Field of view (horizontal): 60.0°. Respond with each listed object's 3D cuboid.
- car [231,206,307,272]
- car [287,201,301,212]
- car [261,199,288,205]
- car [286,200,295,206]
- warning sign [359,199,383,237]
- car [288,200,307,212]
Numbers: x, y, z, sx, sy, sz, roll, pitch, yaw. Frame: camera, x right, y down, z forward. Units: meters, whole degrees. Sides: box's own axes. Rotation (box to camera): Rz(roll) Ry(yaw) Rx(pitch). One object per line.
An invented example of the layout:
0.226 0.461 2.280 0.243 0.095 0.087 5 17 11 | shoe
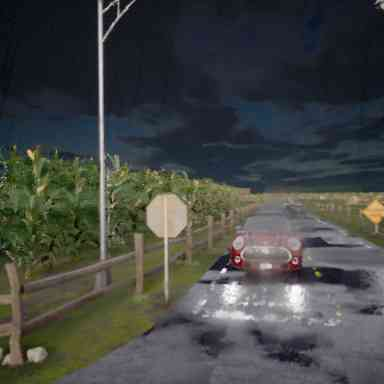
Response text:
2.633 1.550 11.607 2.097 1.767 4.553 -1 -1 14 | car
16.360 2.284 53.737 1.882 1.535 5.008 -1 -1 14 | car
8.032 1.757 32.859 2.150 2.045 5.566 -1 -2 14 | car
25.280 2.802 85.395 1.812 1.442 4.674 -1 -1 14 | car
9.511 1.309 17.196 1.300 1.860 1.060 -1 -1 14 | warning sign
13.449 2.119 42.247 2.128 1.511 4.902 -1 -1 14 | car
